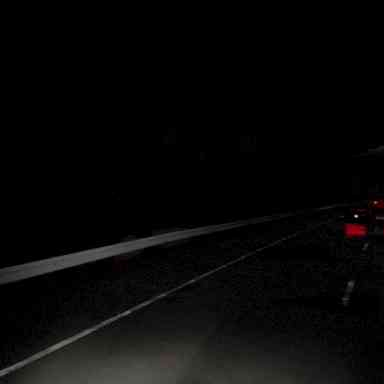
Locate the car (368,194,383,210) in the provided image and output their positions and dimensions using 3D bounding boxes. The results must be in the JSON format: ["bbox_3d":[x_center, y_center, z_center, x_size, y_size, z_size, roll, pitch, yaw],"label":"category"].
[{"bbox_3d":[21.010,1.221,37.462,2.150,2.045,5.566,0,0,35],"label":"car"}]

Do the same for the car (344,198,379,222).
[{"bbox_3d":[13.420,1.505,26.450,1.837,1.490,4.892,0,0,34],"label":"car"}]
